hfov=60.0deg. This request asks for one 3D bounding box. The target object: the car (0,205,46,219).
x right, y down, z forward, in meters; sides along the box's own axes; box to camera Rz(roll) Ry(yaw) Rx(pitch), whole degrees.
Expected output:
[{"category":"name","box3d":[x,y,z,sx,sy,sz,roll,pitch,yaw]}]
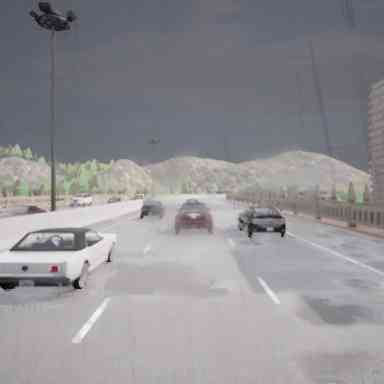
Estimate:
[{"category":"car","box3d":[-10.586,1.535,20.574,1.812,1.442,4.674,0,0,0]}]

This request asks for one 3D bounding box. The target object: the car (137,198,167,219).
[{"category":"car","box3d":[-3.402,1.517,29.500,1.837,1.490,4.892,0,0,0]}]

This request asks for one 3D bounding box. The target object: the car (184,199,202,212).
[{"category":"car","box3d":[0.099,1.564,40.804,2.033,1.411,5.357,0,0,0]}]

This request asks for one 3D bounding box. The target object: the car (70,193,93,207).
[{"category":"car","box3d":[-17.512,1.249,52.843,2.150,2.045,5.566,0,0,0]}]

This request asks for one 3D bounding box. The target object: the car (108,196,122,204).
[{"category":"car","box3d":[-14.003,1.524,60.804,2.128,1.511,4.902,0,0,0]}]

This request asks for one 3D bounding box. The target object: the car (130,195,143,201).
[{"category":"car","box3d":[-10.503,1.431,63.898,2.097,1.767,4.553,0,0,0]}]

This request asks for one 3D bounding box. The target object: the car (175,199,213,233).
[{"category":"car","box3d":[0.100,1.360,19.882,2.097,1.767,4.553,0,0,0]}]

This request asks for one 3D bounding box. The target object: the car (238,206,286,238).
[{"category":"car","box3d":[3.600,1.499,17.742,2.128,1.511,4.902,0,0,0]}]

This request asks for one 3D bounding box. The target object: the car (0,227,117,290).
[{"category":"car","box3d":[-3.407,1.605,9.077,1.895,1.301,4.718,0,0,0]}]
